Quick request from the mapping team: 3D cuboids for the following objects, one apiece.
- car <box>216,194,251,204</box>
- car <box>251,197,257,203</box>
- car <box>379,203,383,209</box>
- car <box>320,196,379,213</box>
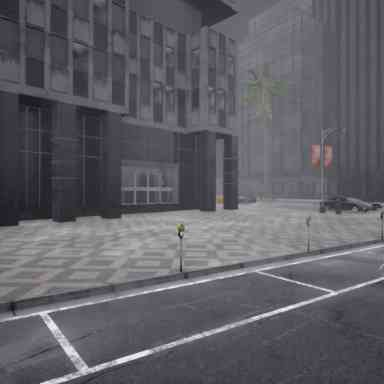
[{"bbox_3d":[5.392,0.889,46.246,1.882,1.535,5.008,0,1,-35],"label":"car"},{"bbox_3d":[7.580,0.969,48.769,1.994,1.385,4.181,0,1,-36],"label":"car"},{"bbox_3d":[17.318,1.298,35.052,1.895,1.301,4.718,0,1,-35],"label":"car"},{"bbox_3d":[15.064,1.204,32.616,1.837,1.490,4.892,0,2,-35],"label":"car"}]
